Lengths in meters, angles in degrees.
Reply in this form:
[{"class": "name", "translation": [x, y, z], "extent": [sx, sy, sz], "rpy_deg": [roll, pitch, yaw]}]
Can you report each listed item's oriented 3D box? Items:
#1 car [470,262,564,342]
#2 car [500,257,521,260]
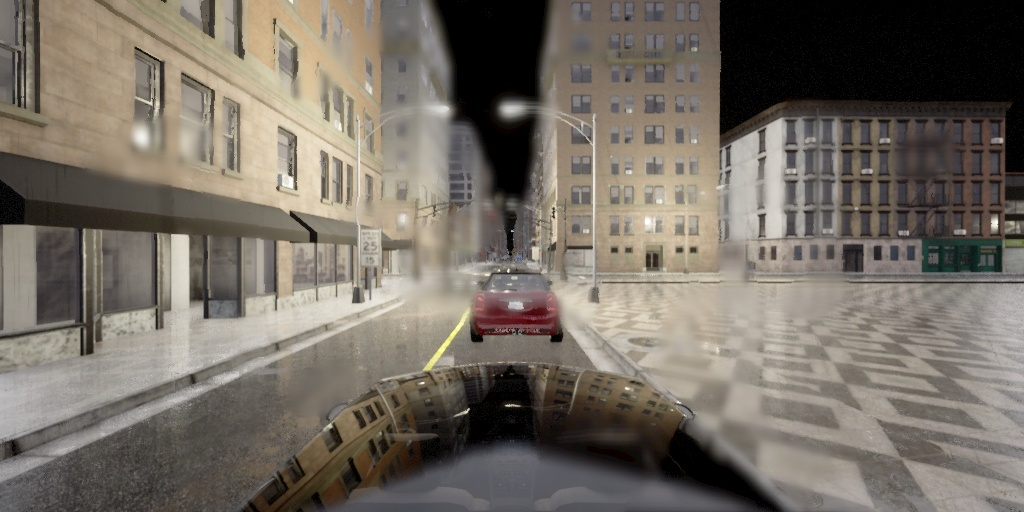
[{"class": "car", "translation": [0.112, 1.098, 9.884], "extent": [2.097, 1.767, 4.553], "rpy_deg": [0, 0, 0]}, {"class": "car", "translation": [0.073, 1.093, 19.700], "extent": [2.097, 1.767, 4.553], "rpy_deg": [0, 0, -1]}]
